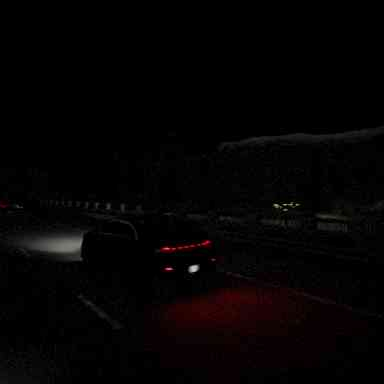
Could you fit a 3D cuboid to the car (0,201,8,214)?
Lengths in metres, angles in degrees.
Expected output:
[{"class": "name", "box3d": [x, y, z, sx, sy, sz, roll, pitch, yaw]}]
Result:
[{"class": "car", "box3d": [-21.737, 1.733, 36.879, 1.882, 1.535, 5.008, -3, 1, -36]}]

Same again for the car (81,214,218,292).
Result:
[{"class": "car", "box3d": [-1.392, 1.341, 8.706, 2.128, 1.511, 4.902, -3, 1, -36]}]
